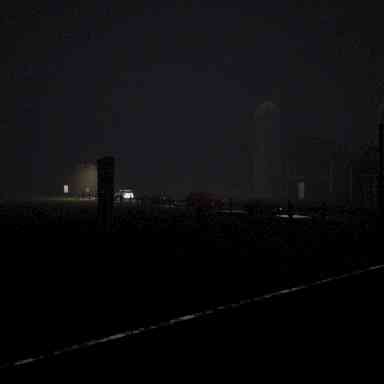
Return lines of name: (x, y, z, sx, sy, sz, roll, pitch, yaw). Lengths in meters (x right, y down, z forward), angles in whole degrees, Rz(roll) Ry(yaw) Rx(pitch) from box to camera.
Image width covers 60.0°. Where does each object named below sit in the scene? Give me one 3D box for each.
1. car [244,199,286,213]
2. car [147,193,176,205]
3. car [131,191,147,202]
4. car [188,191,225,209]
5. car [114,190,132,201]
car: (7.077, 1.365, 32.465, 1.994, 1.385, 4.181, -1, 1, -36)
car: (-4.167, 0.973, 48.111, 2.097, 1.767, 4.553, -1, 1, -35)
car: (-8.284, 0.981, 58.698, 2.128, 1.511, 4.902, -1, 1, -36)
car: (1.605, 0.935, 40.054, 2.150, 2.045, 5.566, -1, 1, -36)
car: (-13.615, 0.621, 66.055, 2.150, 2.045, 5.566, -1, 1, -36)
